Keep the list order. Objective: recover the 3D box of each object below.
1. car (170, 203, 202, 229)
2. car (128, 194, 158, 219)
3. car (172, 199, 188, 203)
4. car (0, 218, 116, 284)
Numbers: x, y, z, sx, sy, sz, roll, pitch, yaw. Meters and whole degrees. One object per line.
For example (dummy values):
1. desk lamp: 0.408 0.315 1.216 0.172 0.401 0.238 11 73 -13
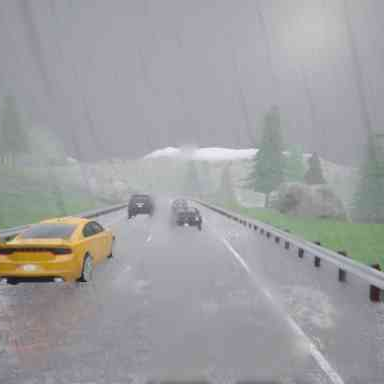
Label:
1. car: -0.425 1.600 21.414 1.895 1.301 4.718 0 0 -2
2. car: -4.329 1.223 29.542 2.150 2.045 5.566 0 0 -3
3. car: -1.417 1.546 39.662 2.033 1.411 5.357 0 0 -3
4. car: -3.543 1.480 9.641 1.882 1.535 5.008 0 0 -1
